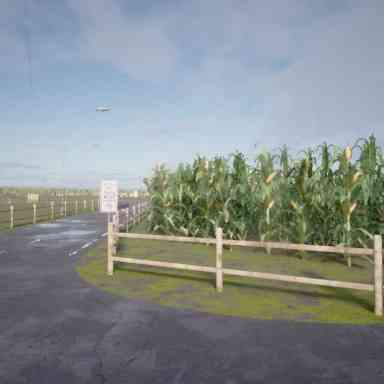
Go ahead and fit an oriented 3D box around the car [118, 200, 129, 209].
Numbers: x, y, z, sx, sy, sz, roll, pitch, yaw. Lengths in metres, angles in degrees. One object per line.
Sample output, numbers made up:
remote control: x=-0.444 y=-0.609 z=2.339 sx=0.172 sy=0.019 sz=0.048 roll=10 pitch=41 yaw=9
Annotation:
car: x=-11.071 y=1.876 z=52.077 sx=1.994 sy=1.385 sz=4.181 roll=1 pitch=0 yaw=-4
